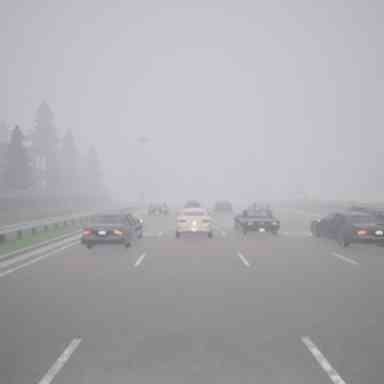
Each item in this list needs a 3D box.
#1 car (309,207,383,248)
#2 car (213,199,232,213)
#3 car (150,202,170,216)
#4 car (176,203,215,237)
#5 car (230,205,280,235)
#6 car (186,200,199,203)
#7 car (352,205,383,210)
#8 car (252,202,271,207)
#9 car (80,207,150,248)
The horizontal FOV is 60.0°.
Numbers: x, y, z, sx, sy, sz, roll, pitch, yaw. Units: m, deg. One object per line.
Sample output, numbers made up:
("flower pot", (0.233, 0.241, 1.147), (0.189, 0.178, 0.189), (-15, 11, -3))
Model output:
("car", (7.100, 1.603, 15.140), (2.033, 1.411, 5.357), (0, 0, 0))
("car", (3.600, 1.620, 39.404), (1.882, 1.535, 5.008), (0, 0, 0))
("car", (-3.399, 1.727, 34.864), (1.895, 1.301, 4.718), (0, 0, 0))
("car", (0.100, 1.593, 18.428), (1.812, 1.442, 4.674), (0, 0, 0))
("car", (3.599, 1.671, 19.320), (1.895, 1.301, 4.718), (0, 0, 0))
("car", (0.100, 1.644, 37.792), (1.837, 1.490, 4.892), (0, 0, 0))
("car", (10.600, 1.581, 20.598), (1.837, 1.490, 4.892), (0, 0, 0))
("car", (7.098, 1.727, 34.874), (1.895, 1.301, 4.718), (0, 0, 0))
("car", (-3.399, 1.603, 15.098), (2.033, 1.411, 5.357), (0, 0, 0))
